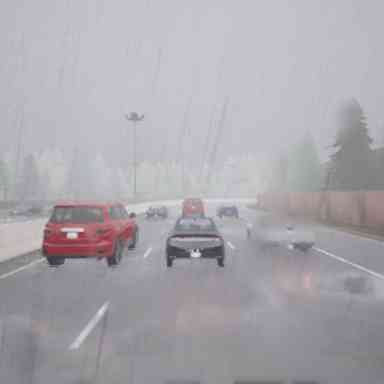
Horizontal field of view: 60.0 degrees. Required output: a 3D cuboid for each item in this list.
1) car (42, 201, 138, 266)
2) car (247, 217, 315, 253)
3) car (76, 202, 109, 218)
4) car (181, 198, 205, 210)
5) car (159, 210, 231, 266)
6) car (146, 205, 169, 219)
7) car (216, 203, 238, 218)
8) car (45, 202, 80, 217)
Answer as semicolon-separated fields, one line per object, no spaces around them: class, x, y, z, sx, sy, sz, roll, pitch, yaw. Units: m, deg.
car;-3.395;1.350;12.117;2.150;2.045;5.566;0;-1;0
car;3.607;1.752;14.477;1.895;1.301;4.718;0;-1;0
car;-10.573;1.868;35.837;2.128;1.511;4.902;0;-1;0
car;0.114;1.577;34.029;2.150;2.045;5.566;0;-1;0
car;0.106;1.618;11.974;2.128;1.511;4.902;0;-1;0
car;-3.386;1.952;33.551;1.895;1.301;4.718;0;-1;0
car;3.615;1.839;34.624;1.882;1.535;5.008;0;-1;0
car;-14.073;1.862;36.524;1.882;1.535;5.008;0;-1;0
